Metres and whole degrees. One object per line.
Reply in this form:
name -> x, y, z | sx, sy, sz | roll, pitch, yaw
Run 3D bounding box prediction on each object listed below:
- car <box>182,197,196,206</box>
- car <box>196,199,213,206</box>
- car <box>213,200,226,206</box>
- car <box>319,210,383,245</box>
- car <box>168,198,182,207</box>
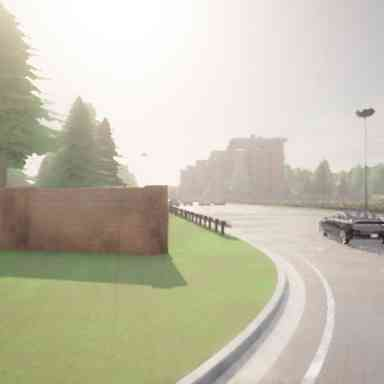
car -> -0.952, 2.453, 74.946 | 1.812, 1.442, 4.674 | 0, -1, -10
car -> 2.754, 2.490, 74.063 | 1.895, 1.301, 4.718 | 0, -1, -10
car -> 6.175, 2.436, 74.819 | 1.994, 1.385, 4.181 | 0, -1, -10
car -> 7.802, 1.649, 16.376 | 2.128, 1.511, 4.902 | 0, -1, 4
car -> -3.958, 2.264, 71.794 | 2.097, 1.767, 4.553 | 0, -1, -10
